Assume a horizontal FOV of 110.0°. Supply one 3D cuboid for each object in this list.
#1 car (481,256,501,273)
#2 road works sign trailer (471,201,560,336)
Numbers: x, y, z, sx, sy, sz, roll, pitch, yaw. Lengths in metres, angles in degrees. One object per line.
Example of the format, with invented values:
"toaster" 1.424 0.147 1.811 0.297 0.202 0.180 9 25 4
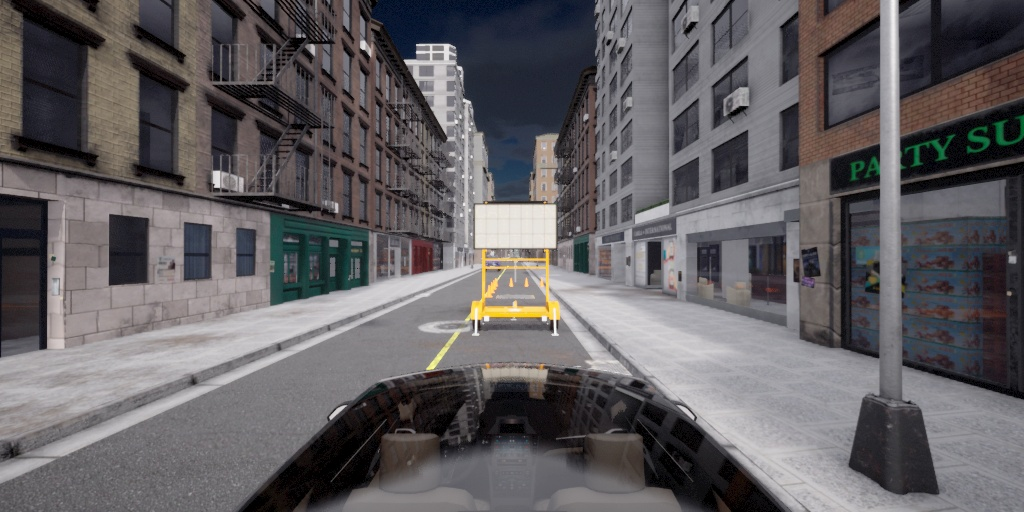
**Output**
"car" -2.573 0.954 44.578 2.150 2.045 5.566 0 0 1
"road works sign trailer" 0.102 0.213 10.421 2.380 3.560 2.880 0 0 1
